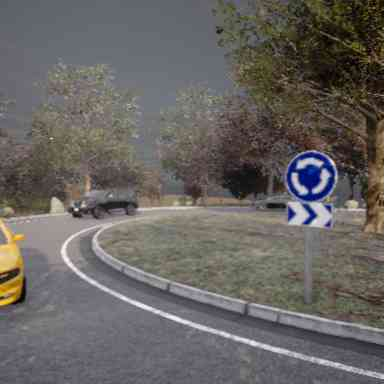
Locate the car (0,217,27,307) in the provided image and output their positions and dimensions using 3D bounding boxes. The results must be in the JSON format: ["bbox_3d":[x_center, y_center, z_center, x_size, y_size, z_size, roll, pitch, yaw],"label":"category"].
[{"bbox_3d":[-4.815,1.279,7.158,1.882,1.535,5.008,0,1,-31],"label":"car"}]

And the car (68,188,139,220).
[{"bbox_3d":[-6.019,0.727,23.377,2.150,2.045,5.566,1,1,27],"label":"car"}]

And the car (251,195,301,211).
[{"bbox_3d":[8.178,1.041,32.141,4.902,1.511,2.128,1,1,2],"label":"car"}]
